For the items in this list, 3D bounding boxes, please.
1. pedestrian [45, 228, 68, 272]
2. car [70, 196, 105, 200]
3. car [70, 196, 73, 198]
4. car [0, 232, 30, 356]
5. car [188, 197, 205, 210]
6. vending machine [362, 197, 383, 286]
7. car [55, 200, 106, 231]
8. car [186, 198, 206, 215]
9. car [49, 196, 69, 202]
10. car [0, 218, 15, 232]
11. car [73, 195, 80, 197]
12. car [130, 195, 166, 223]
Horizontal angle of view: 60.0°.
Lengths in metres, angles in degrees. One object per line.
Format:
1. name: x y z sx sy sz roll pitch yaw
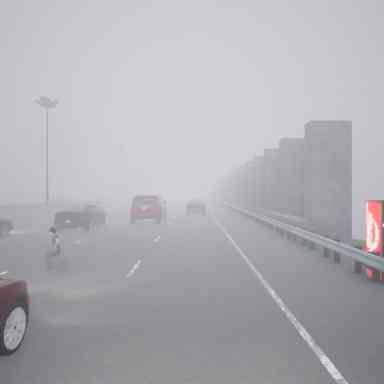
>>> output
1. pedestrian: -3.831 1.574 9.369 0.375 1.300 0.375 0 0 0
2. car: -10.096 1.477 33.221 1.882 1.535 5.008 0 0 1
3. car: -26.878 1.540 67.974 2.033 1.411 5.357 0 0 1
4. car: -3.383 1.478 3.031 1.882 1.535 5.008 0 0 0
5. car: 0.662 1.491 43.849 2.128 1.511 4.902 0 0 2
6. vending machine: 5.050 1.195 8.380 1.100 2.100 0.880 0 0 0
7. car: -6.773 1.477 20.705 1.882 1.535 5.008 0 0 0
8. car: 0.413 1.478 33.722 1.882 1.535 5.008 0 0 1
9. car: -23.561 1.504 58.086 1.837 1.490 4.892 0 0 2
10. car: -10.308 1.547 15.095 2.033 1.411 5.357 0 0 0
11. car: -30.686 1.565 87.641 1.895 1.301 4.718 0 0 -3
12. car: -3.231 1.223 25.364 2.150 2.045 5.566 0 0 1
